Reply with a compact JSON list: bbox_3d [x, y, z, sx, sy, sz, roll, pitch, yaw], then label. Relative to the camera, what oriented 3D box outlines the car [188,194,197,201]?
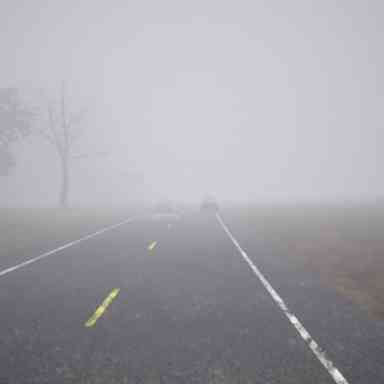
[{"bbox_3d":[0.081,1.142,76.512,1.882,1.535,5.008,0,0,5],"label":"car"}]

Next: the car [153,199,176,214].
[{"bbox_3d":[-2.822,1.415,34.581,1.812,1.442,4.674,0,0,3],"label":"car"}]

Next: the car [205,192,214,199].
[{"bbox_3d":[4.515,0.906,86.203,2.097,1.767,4.553,0,0,6],"label":"car"}]

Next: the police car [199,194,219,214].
[{"bbox_3d":[1.792,1.317,34.327,1.930,1.638,5.238,0,0,2],"label":"police car"}]

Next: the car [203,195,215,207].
[{"bbox_3d":[2.624,1.293,50.332,1.801,1.575,5.366,0,0,4],"label":"car"}]
